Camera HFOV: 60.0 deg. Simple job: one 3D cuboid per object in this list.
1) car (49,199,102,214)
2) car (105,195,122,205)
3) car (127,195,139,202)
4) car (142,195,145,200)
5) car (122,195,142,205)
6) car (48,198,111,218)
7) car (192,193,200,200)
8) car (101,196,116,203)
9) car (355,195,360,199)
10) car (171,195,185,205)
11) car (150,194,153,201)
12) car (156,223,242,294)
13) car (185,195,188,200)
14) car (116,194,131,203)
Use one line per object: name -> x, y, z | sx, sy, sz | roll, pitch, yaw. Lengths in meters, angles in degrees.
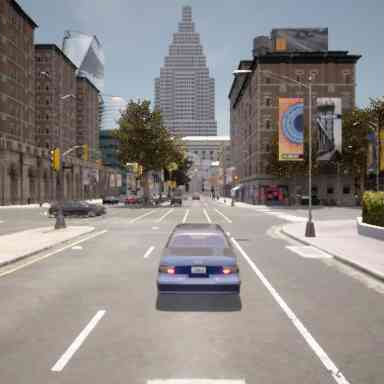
car -> -12.708, 1.545, 36.375 | 5.357, 1.411, 2.033 | 0, 0, -22
car -> -14.349, 1.596, 58.646 | 1.895, 1.301, 4.718 | 0, 0, 1
car -> -14.021, 1.472, 78.851 | 1.882, 1.535, 5.008 | 0, 0, 1
car -> -10.638, 1.495, 69.623 | 1.837, 1.490, 4.892 | 0, 0, 1
car -> -10.830, 1.473, 59.827 | 1.882, 1.535, 5.008 | 0, 0, 1
car -> -10.002, 1.502, 29.211 | 4.892, 1.490, 1.837 | 0, 0, 0
car -> 1.121, 1.343, 89.984 | 2.097, 1.767, 4.553 | 0, 0, 1
car -> -17.385, 1.590, 69.799 | 1.895, 1.301, 4.718 | 0, 0, 1
car -> 35.323, 1.476, 70.528 | 2.231, 1.521, 4.892 | 0, 0, 1
car -> -2.666, 1.500, 58.708 | 1.837, 1.490, 4.892 | 0, 0, 1
car -> -10.511, 1.349, 79.611 | 2.097, 1.767, 4.553 | 0, 0, 1
car -> 0.172, 1.547, 8.905 | 2.033, 1.411, 5.357 | 0, 0, 1
car -> -2.310, 1.517, 95.474 | 1.812, 1.442, 4.674 | 0, 0, 1
car -> -14.149, 1.350, 68.752 | 2.097, 1.767, 4.553 | 0, 0, 1
